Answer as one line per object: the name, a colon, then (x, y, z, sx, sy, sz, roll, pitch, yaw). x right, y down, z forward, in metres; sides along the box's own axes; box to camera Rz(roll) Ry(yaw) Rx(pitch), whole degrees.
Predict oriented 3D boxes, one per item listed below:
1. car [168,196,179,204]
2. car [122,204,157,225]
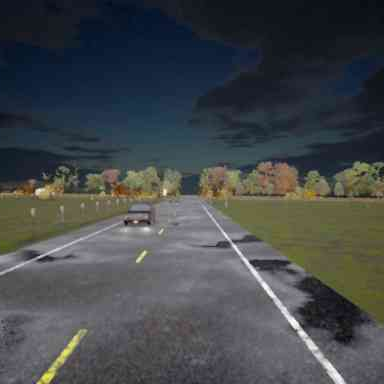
car: (-3.540, 1.546, 65.493, 1.994, 1.385, 4.181, 0, 0, 0)
car: (-3.609, 1.541, 24.008, 2.033, 1.411, 5.357, 0, 0, 0)
